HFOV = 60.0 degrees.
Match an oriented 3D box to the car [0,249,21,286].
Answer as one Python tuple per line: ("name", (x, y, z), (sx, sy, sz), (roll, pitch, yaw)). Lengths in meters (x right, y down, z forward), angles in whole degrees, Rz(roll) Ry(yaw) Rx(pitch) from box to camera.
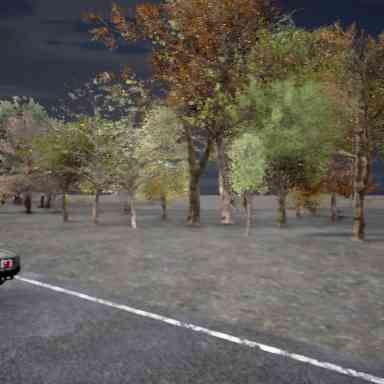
("car", (-6.270, 1.631, 8.158), (4.718, 1.301, 1.895), (0, 0, 36))
